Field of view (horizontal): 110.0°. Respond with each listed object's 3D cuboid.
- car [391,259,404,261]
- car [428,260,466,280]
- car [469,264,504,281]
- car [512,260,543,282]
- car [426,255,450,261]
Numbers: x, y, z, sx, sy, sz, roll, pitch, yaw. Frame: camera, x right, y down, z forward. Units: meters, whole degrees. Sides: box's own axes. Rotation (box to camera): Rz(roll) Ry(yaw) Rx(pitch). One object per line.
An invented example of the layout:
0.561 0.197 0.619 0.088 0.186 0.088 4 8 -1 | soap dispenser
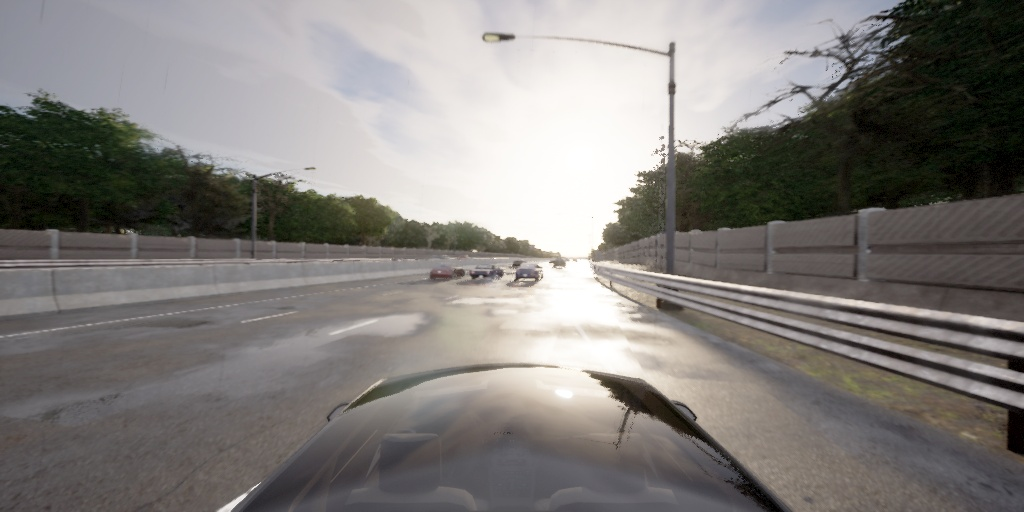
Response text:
-18.148 1.148 55.866 1.895 1.301 4.718 1 0 12 | car
-5.410 1.252 30.695 1.994 1.385 4.181 1 0 12 | car
-1.977 1.327 30.022 1.895 1.301 4.718 1 0 12 | car
1.443 1.289 29.272 1.812 1.442 4.674 1 0 12 | car
-11.269 0.844 54.593 2.150 2.045 5.566 1 0 12 | car
